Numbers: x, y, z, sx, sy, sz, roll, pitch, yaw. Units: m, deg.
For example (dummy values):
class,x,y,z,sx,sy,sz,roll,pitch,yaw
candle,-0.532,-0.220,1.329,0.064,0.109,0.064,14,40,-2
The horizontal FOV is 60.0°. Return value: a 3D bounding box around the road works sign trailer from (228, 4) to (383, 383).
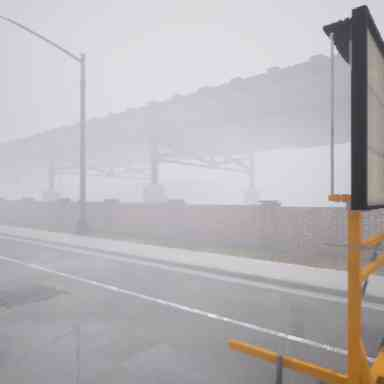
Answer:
class,x,y,z,sx,sy,sz,roll,pitch,yaw
road works sign trailer,1.602,0.541,3.186,2.880,3.560,2.380,0,-1,38
